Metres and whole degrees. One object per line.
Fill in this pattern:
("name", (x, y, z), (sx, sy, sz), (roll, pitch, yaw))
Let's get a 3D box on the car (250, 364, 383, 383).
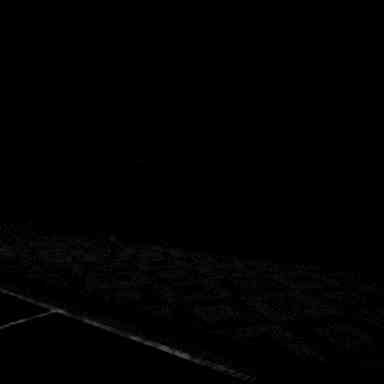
("car", (2.066, 1.583, 1.382), (4.206, 1.307, 1.802), (0, -1, 36))
